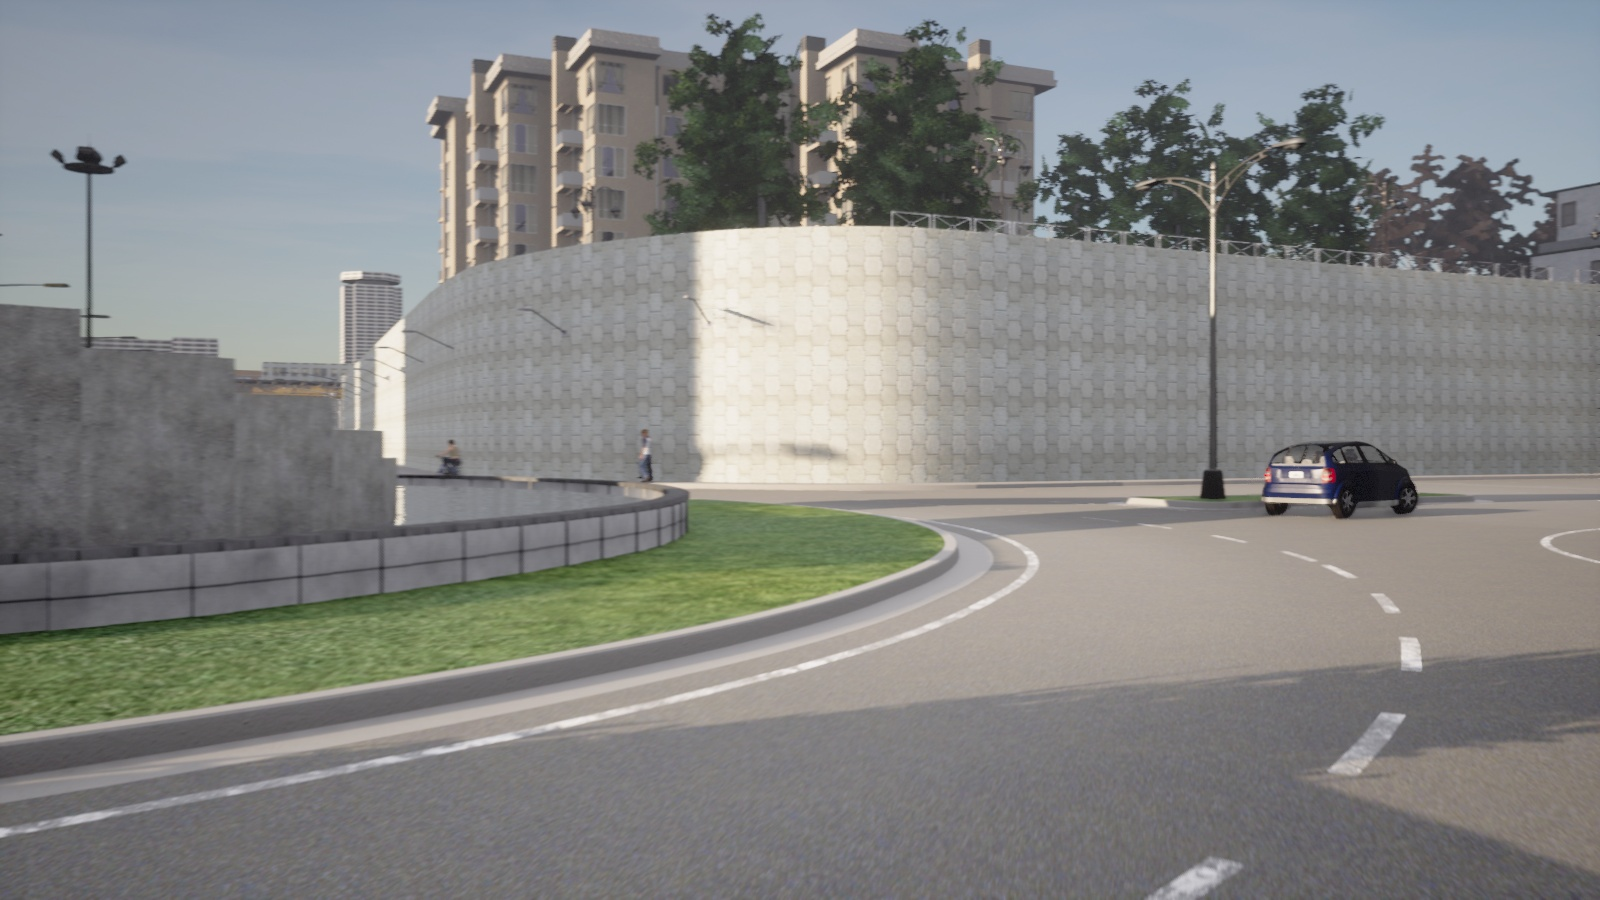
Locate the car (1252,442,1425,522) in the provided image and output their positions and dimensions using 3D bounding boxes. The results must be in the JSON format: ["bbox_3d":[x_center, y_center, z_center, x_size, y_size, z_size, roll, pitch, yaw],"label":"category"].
[{"bbox_3d":[11.296,0.614,26.274,3.705,1.549,1.789,0,0,-38],"label":"car"}]

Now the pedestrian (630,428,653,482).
[{"bbox_3d":[-5.357,0.161,42.447,0.706,1.836,0.354,0,0,24],"label":"pedestrian"}]

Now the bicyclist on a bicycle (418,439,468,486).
[{"bbox_3d":[-12.275,0.420,43.149,1.509,1.612,0.866,0,0,34],"label":"bicyclist on a bicycle"}]
